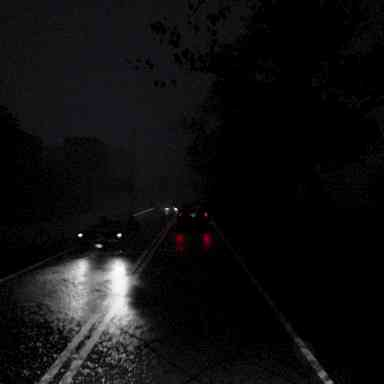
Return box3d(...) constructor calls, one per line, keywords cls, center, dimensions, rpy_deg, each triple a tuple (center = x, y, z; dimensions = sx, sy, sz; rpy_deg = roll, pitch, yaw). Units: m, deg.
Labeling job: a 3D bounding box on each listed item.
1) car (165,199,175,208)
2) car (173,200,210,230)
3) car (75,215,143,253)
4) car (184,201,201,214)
box3d(cls="car", center=(-3.325, 1.912, 55.322), dimensions=(1.812, 1.442, 4.674), rpy_deg=(0, 0, 0))
box3d(cls="car", center=(0.080, 1.487, 22.411), dimensions=(2.097, 1.767, 4.553), rpy_deg=(0, -1, 0))
box3d(cls="car", center=(-3.369, 1.672, 14.293), dimensions=(1.895, 1.301, 4.718), rpy_deg=(0, 0, 0))
box3d(cls="car", center=(0.085, 1.832, 41.376), dimensions=(2.033, 1.411, 5.357), rpy_deg=(0, 0, 0))
